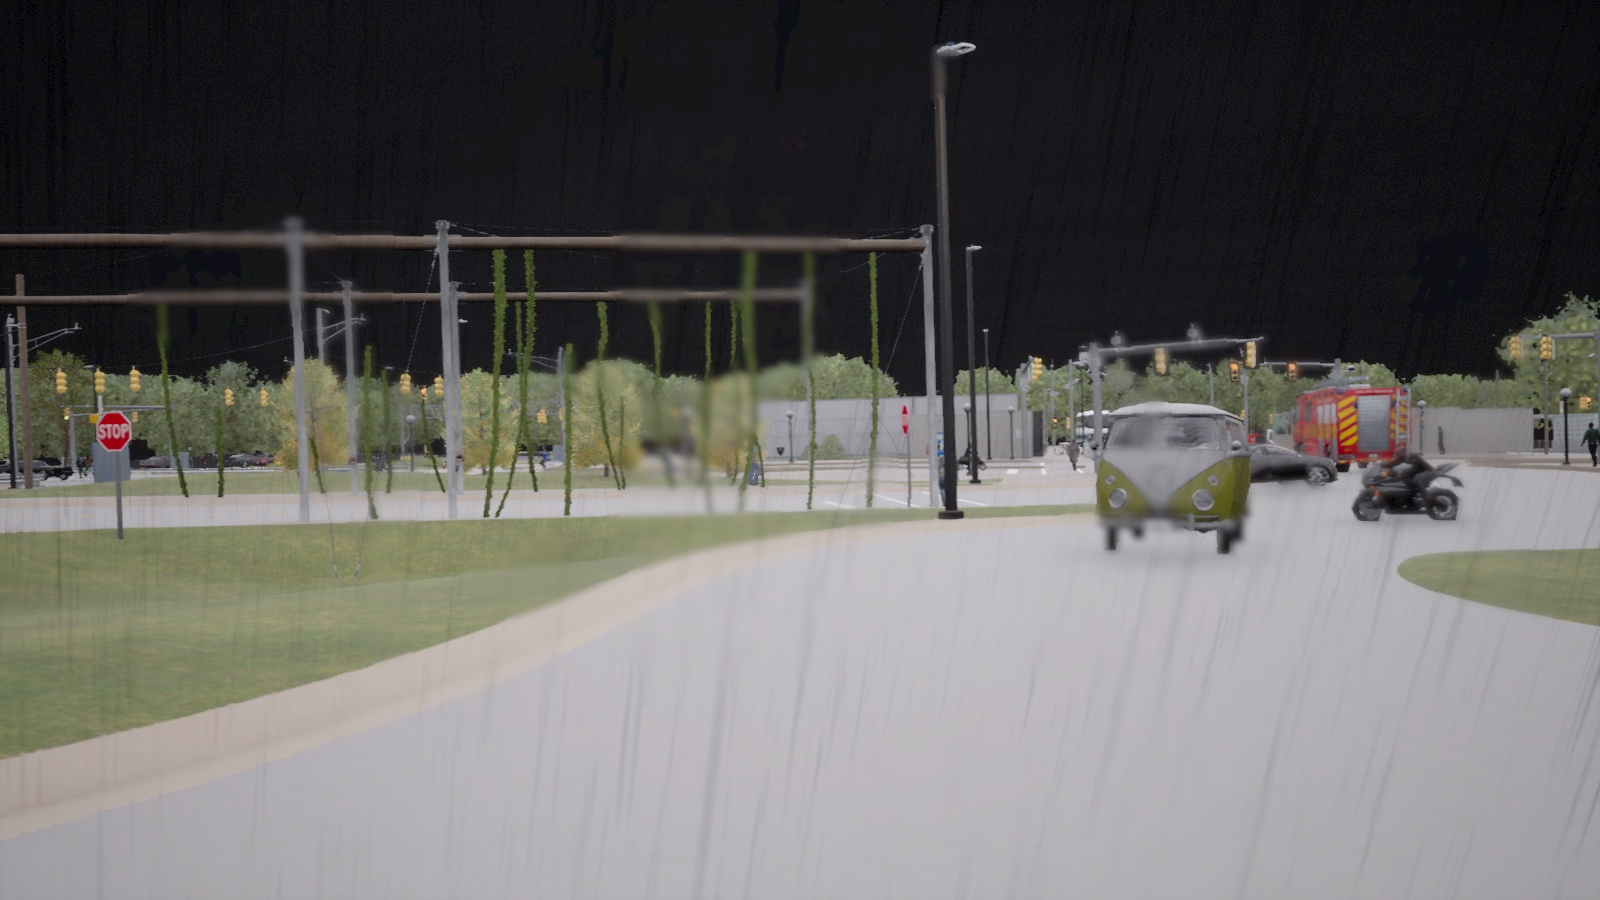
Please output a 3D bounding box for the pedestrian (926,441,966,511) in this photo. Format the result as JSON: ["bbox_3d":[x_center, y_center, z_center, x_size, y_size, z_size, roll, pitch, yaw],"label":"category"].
[{"bbox_3d":[3.984,0.705,34.307,0.874,1.855,0.900,-2,1,-3],"label":"pedestrian"}]

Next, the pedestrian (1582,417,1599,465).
[{"bbox_3d":[32.442,-0.365,51.398,0.423,1.949,0.788,-2,1,11],"label":"pedestrian"}]

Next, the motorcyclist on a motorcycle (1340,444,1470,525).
[{"bbox_3d":[11.928,0.669,24.795,2.191,1.530,0.866,-1,1,-5],"label":"motorcyclist on a motorcycle"}]

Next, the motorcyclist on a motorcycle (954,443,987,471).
[{"bbox_3d":[9.977,0.391,73.524,1.817,1.590,0.866,-1,1,6],"label":"motorcyclist on a motorcycle"}]

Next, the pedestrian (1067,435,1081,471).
[{"bbox_3d":[15.456,0.164,70.847,0.659,1.952,0.873,-2,1,11],"label":"pedestrian"}]

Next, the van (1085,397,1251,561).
[{"bbox_3d":[5.292,0.362,17.671,1.775,1.987,4.442,0,0,23],"label":"van"}]

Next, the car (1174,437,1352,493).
[{"bbox_3d":[14.763,0.440,40.113,4.902,1.511,2.128,-3,1,-11],"label":"car"}]

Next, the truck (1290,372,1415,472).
[{"bbox_3d":[23.306,-1.097,53.453,2.891,3.827,8.468,-2,0,11],"label":"truck"}]

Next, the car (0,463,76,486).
[{"bbox_3d":[-48.017,1.514,78.567,4.718,1.301,1.895,-2,0,13],"label":"car"}]
